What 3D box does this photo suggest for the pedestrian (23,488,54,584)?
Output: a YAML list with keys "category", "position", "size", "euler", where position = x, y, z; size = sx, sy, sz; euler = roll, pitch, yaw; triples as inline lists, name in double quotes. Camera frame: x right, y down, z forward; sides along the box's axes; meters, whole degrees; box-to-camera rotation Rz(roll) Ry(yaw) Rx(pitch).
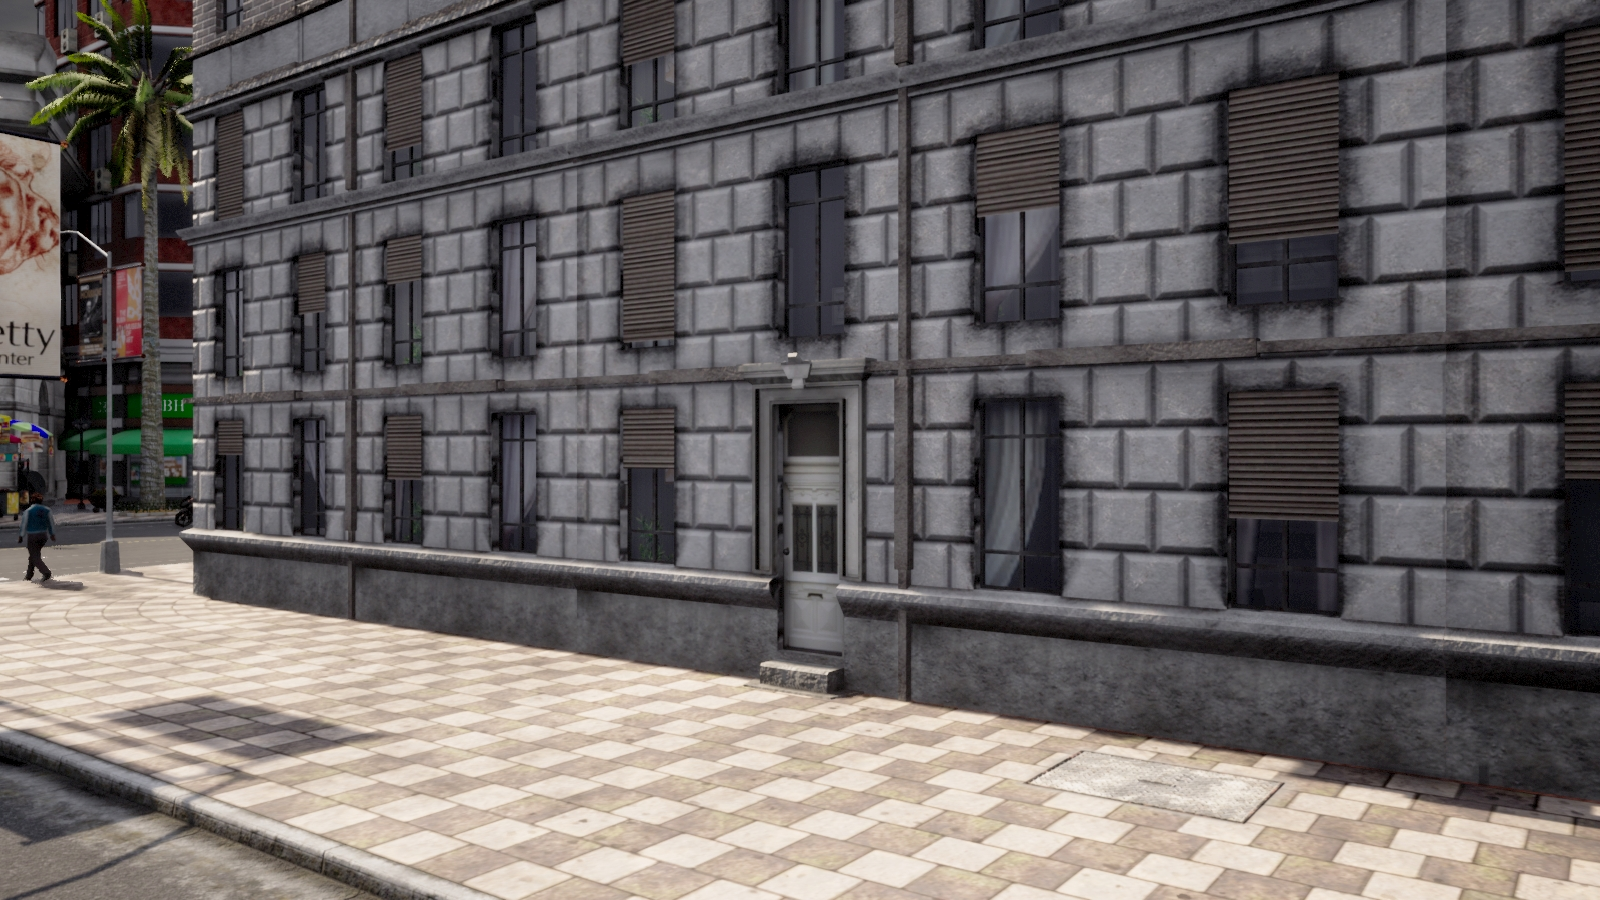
- category: "pedestrian"
  position: [-15.115, 1.696, 22.686]
  size: [0.375, 1.860, 0.375]
  euler: [0, 0, 29]
